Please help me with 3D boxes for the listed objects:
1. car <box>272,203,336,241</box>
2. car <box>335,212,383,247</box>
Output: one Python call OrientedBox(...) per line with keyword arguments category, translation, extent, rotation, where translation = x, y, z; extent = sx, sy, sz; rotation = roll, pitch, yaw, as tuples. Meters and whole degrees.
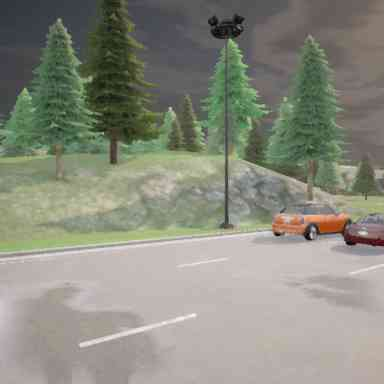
OrientedBox(category="car", translation=(6.224, 1.363, 16.907), extent=(4.553, 1.767, 2.097), rotation=(0, 0, -35))
OrientedBox(category="car", translation=(8.281, 1.569, 14.075), extent=(4.181, 1.385, 1.994), rotation=(0, 0, -35))
